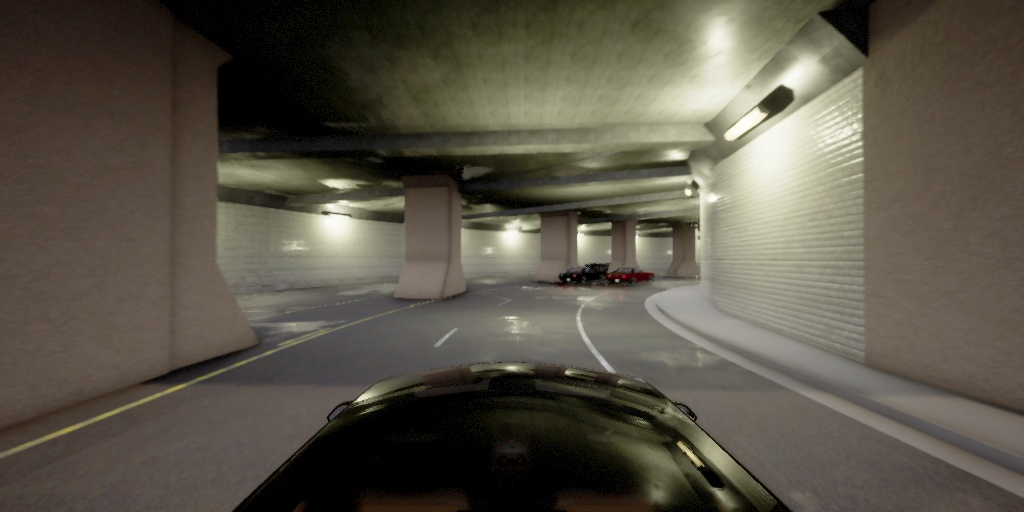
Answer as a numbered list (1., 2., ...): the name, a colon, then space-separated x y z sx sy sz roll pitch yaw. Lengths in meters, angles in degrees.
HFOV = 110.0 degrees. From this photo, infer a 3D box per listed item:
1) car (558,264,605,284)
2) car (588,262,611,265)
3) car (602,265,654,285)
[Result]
1. car: 5.951 1.605 30.007 1.895 1.301 4.718 -1 -1 42
2. car: 11.952 1.474 43.152 4.553 1.767 2.097 0 -1 -28
3. car: 9.532 1.594 28.713 4.718 1.301 1.895 1 -1 -45
